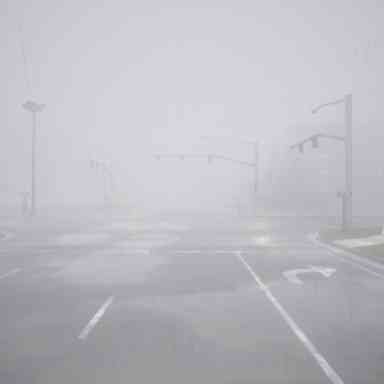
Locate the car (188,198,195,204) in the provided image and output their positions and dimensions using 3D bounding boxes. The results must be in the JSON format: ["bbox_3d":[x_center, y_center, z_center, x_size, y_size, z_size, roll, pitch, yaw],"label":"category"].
[{"bbox_3d":[-0.022,2.342,87.464,2.128,1.511,4.902,0,-1,0],"label":"car"}]

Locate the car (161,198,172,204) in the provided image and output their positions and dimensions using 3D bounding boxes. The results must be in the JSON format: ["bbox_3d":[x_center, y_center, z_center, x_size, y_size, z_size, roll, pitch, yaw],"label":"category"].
[{"bbox_3d":[-7.022,2.412,87.490,1.895,1.301,4.718,0,-1,0],"label":"car"}]

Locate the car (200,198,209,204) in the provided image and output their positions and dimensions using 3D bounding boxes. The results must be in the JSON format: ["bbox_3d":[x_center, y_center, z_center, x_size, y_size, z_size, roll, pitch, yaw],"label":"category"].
[{"bbox_3d":[3.478,2.381,87.882,1.994,1.385,4.181,0,-1,0],"label":"car"}]

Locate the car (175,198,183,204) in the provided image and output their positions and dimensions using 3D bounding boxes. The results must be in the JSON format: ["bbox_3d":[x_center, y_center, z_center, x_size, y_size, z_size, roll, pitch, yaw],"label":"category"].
[{"bbox_3d":[-3.522,2.352,87.879,1.812,1.442,4.674,0,-1,0],"label":"car"}]
